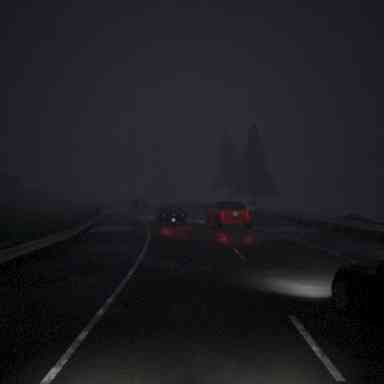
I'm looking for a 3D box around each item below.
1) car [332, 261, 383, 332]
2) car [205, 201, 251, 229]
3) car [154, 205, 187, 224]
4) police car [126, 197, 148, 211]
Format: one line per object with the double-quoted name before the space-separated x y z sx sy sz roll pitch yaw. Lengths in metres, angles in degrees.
"car" 3.635 1.529 4.540 1.812 1.442 4.674 0 0 0
"car" 2.266 1.352 22.038 2.097 1.767 4.553 0 0 -9
"car" -1.698 1.596 24.550 1.895 1.301 4.718 0 0 -12
"police car" -6.786 1.412 40.500 1.930 1.638 5.238 0 0 -23
